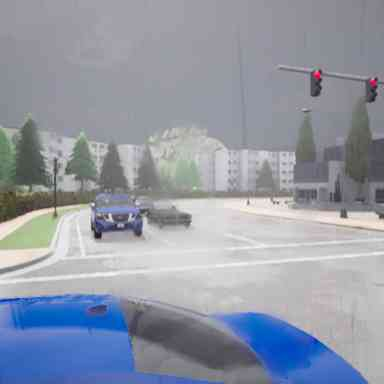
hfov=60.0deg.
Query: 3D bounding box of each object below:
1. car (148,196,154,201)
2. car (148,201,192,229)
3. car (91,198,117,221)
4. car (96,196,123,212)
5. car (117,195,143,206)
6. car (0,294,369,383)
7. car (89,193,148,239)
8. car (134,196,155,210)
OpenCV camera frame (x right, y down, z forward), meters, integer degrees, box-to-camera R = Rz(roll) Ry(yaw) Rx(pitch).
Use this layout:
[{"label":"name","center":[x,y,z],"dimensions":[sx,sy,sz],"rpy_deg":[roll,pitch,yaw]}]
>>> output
[{"label":"car","center":[-4.481,1.347,29.844],"dimensions":[2.033,1.411,5.357],"rpy_deg":[0,0,-16]},{"label":"car","center":[-1.532,1.461,20.662],"dimensions":[1.895,1.301,4.718],"rpy_deg":[0,0,-19]},{"label":"car","center":[-7.072,1.326,26.681],"dimensions":[1.837,1.490,4.892],"rpy_deg":[0,0,-15]},{"label":"car","center":[-9.006,1.246,36.864],"dimensions":[2.128,1.511,4.902],"rpy_deg":[0,0,-4]},{"label":"car","center":[-8.770,1.177,47.303],"dimensions":[2.128,1.511,4.902],"rpy_deg":[0,0,8]},{"label":"car","center":[-1.367,1.462,1.798],"dimensions":[5.008,1.535,1.882],"rpy_deg":[0,0,-18]},{"label":"car","center":[-4.038,1.104,17.234],"dimensions":[2.150,2.045,5.566],"rpy_deg":[0,0,-19]},{"label":"car","center":[-5.664,1.238,39.912],"dimensions":[1.837,1.490,4.892],"rpy_deg":[0,0,0]}]
